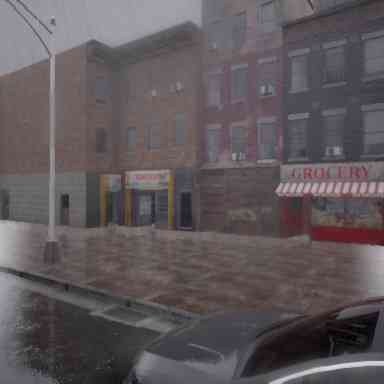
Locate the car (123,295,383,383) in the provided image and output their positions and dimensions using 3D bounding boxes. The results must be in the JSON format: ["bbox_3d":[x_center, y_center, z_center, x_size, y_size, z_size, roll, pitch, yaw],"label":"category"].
[{"bbox_3d":[1.632,1.506,2.116,4.892,1.490,1.837,0,0,36],"label":"car"}]
